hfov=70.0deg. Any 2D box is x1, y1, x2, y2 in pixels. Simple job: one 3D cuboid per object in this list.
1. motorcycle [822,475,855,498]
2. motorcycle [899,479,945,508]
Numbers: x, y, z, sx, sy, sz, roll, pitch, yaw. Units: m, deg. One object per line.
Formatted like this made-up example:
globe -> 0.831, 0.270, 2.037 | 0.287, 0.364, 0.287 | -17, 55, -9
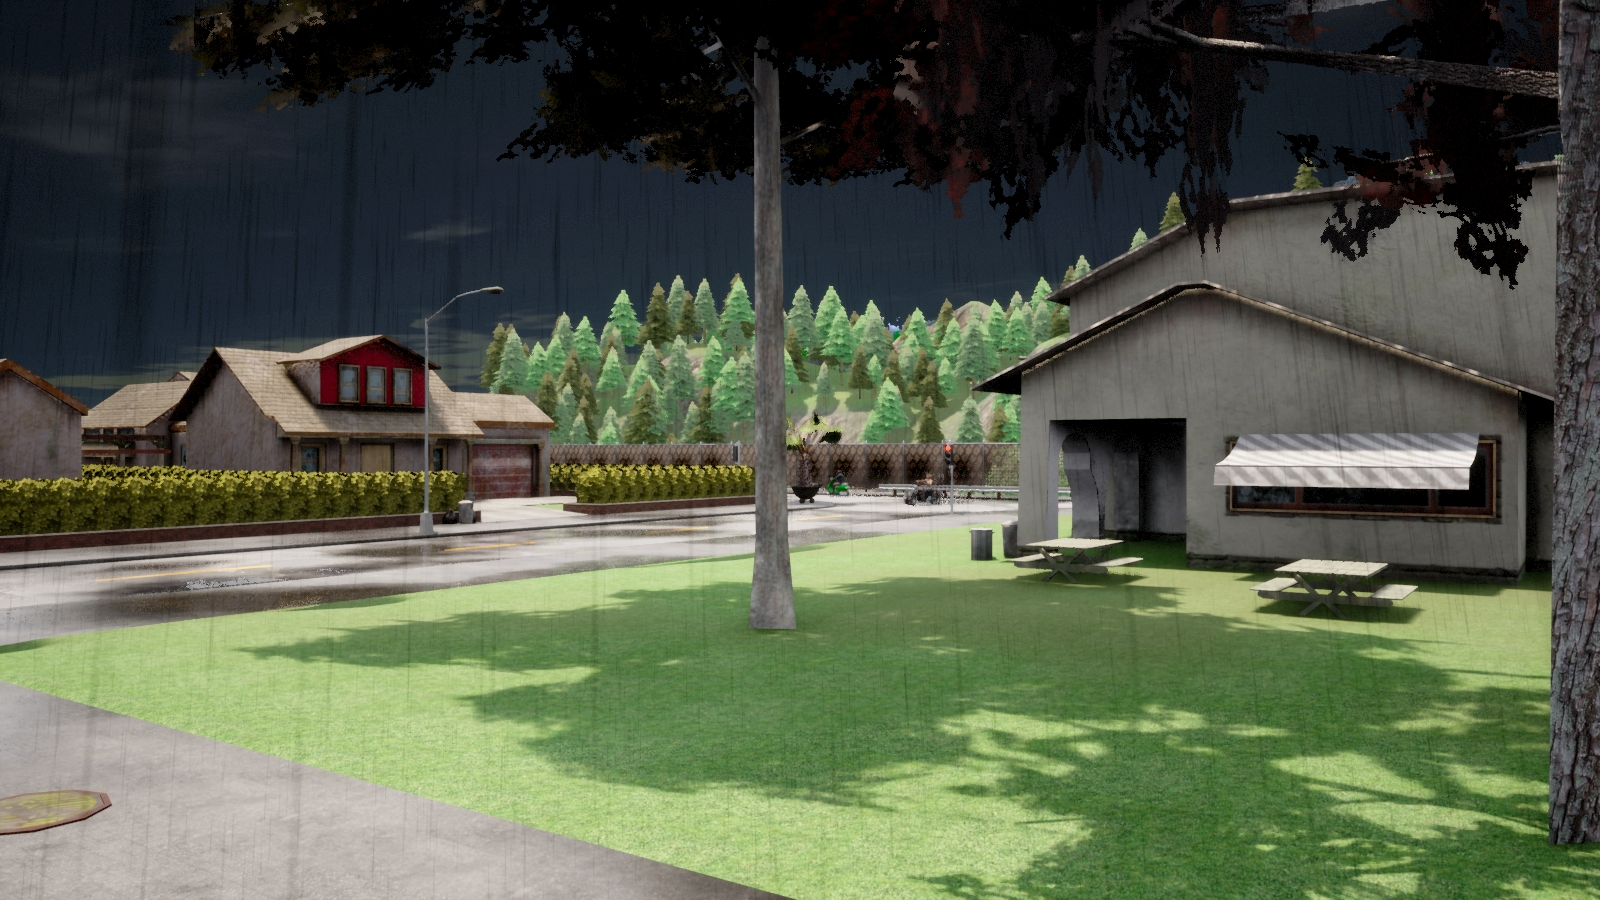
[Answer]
motorcycle -> 2.273, 2.142, 68.046 | 1.805, 1.316, 0.856 | 0, 0, 35
motorcycle -> 6.131, 2.155, 57.215 | 2.356, 1.307, 0.764 | 0, 3, -36
